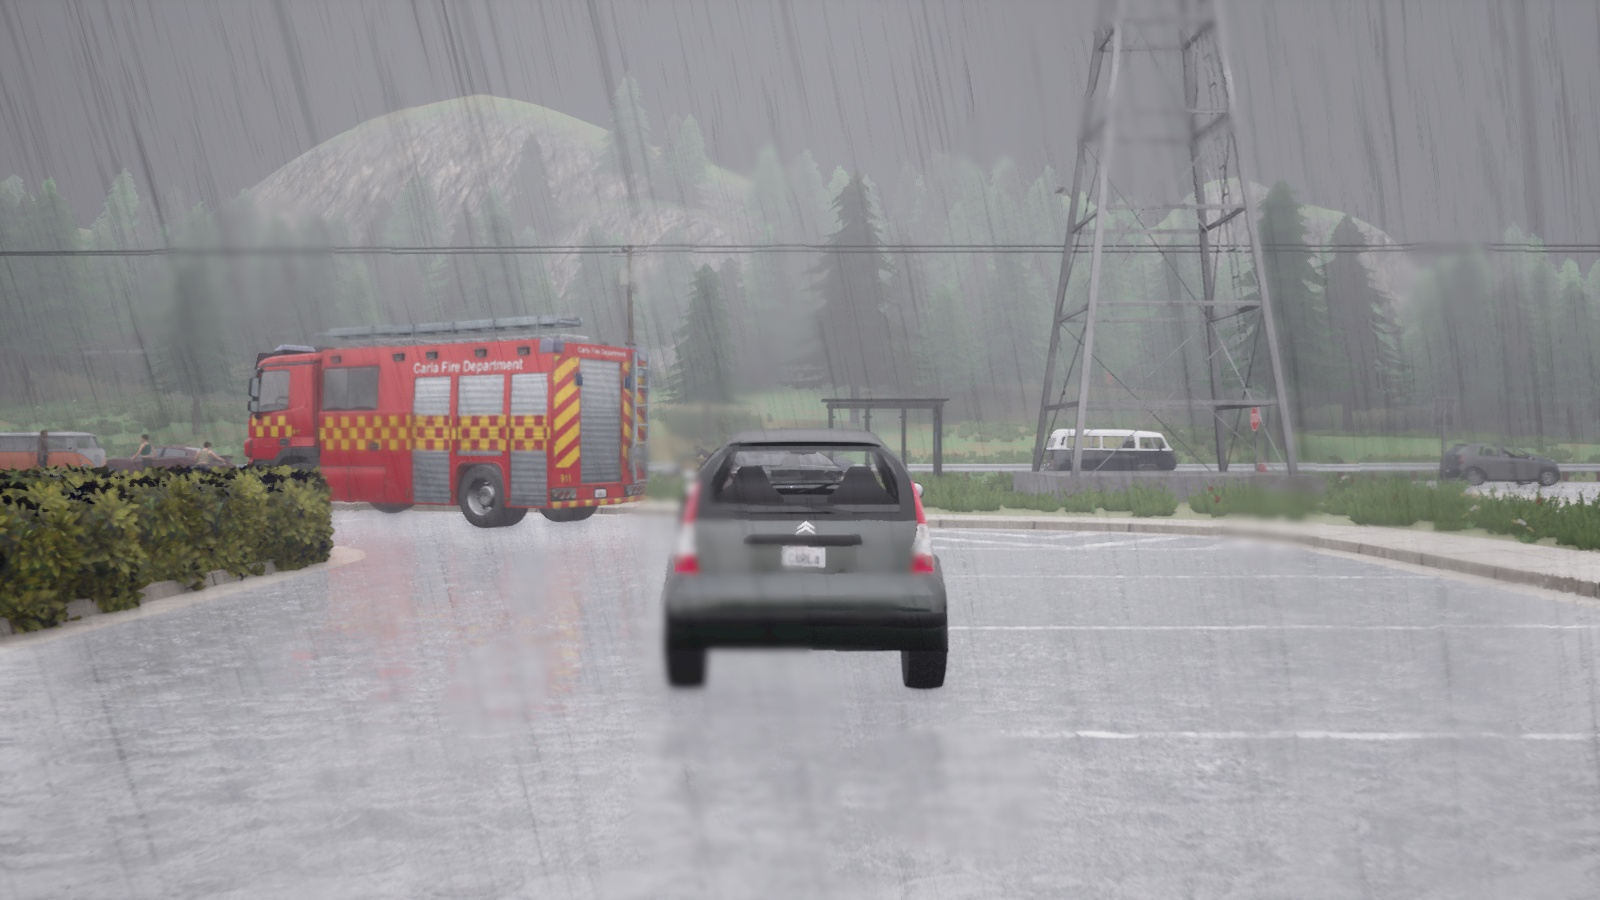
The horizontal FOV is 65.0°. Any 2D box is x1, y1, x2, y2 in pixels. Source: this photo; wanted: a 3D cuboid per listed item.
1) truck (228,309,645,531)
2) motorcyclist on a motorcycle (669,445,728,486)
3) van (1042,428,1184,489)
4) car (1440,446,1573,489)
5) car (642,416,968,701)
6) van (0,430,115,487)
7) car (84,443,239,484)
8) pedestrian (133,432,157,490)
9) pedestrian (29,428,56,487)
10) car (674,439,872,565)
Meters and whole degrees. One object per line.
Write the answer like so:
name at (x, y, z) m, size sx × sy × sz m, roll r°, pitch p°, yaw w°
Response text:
truck at (-7.371, -0.526, 24.986) m, size 8.468 × 3.827 × 2.891 m, roll 0°, pitch 0°, yaw 30°
motorcyclist on a motorcycle at (-3.881, 0.582, 48.064) m, size 2.191 × 1.530 × 0.866 m, roll 0°, pitch 0°, yaw 1°
van at (10.993, 0.293, 44.386) m, size 4.480 × 2.038 × 2.069 m, roll 1°, pitch 0°, yaw 1°
car at (24.816, 0.599, 44.223) m, size 3.633 × 1.501 × 1.845 m, roll 0°, pitch 0°, yaw 1°
car at (0.033, 0.608, 9.118) m, size 1.851 × 1.617 × 3.988 m, roll 0°, pitch 0°, yaw 0°
van at (-26.963, 0.295, 44.593) m, size 4.442 × 1.987 × 1.775 m, roll 0°, pitch 0°, yaw 7°
car at (-24.503, 0.507, 48.309) m, size 5.008 × 1.535 × 1.882 m, roll 0°, pitch 0°, yaw 1°
pedestrian at (-20.881, 0.351, 40.037) m, size 0.594 × 1.836 × 0.345 m, roll 0°, pitch 0°, yaw 10°
pedestrian at (-23.732, 0.222, 39.343) m, size 0.634 × 1.846 × 0.331 m, roll 0°, pitch 0°, yaw -8°
car at (-0.539, 0.621, 17.647) m, size 2.007 × 1.525 × 4.514 m, roll 0°, pitch 0°, yaw -12°
